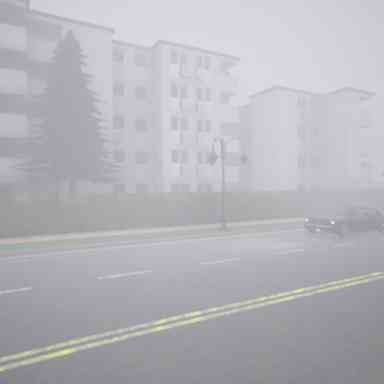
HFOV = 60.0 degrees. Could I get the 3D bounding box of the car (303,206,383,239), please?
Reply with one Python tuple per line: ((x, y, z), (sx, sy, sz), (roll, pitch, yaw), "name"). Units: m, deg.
((7.673, 1.390, 16.160), (4.718, 1.301, 1.895), (-1, 1, -29), "car")
